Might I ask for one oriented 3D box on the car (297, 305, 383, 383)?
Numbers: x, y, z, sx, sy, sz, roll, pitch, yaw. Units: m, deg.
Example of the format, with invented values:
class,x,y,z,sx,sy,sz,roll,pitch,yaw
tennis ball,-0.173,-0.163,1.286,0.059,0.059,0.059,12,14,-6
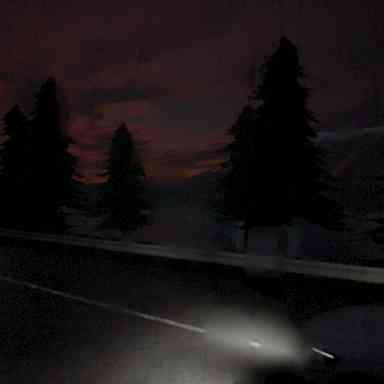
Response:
class,x,y,z,sx,sy,sz,roll,pitch,yaw
car,3.310,1.591,2.779,4.674,1.442,1.812,-1,-1,33
